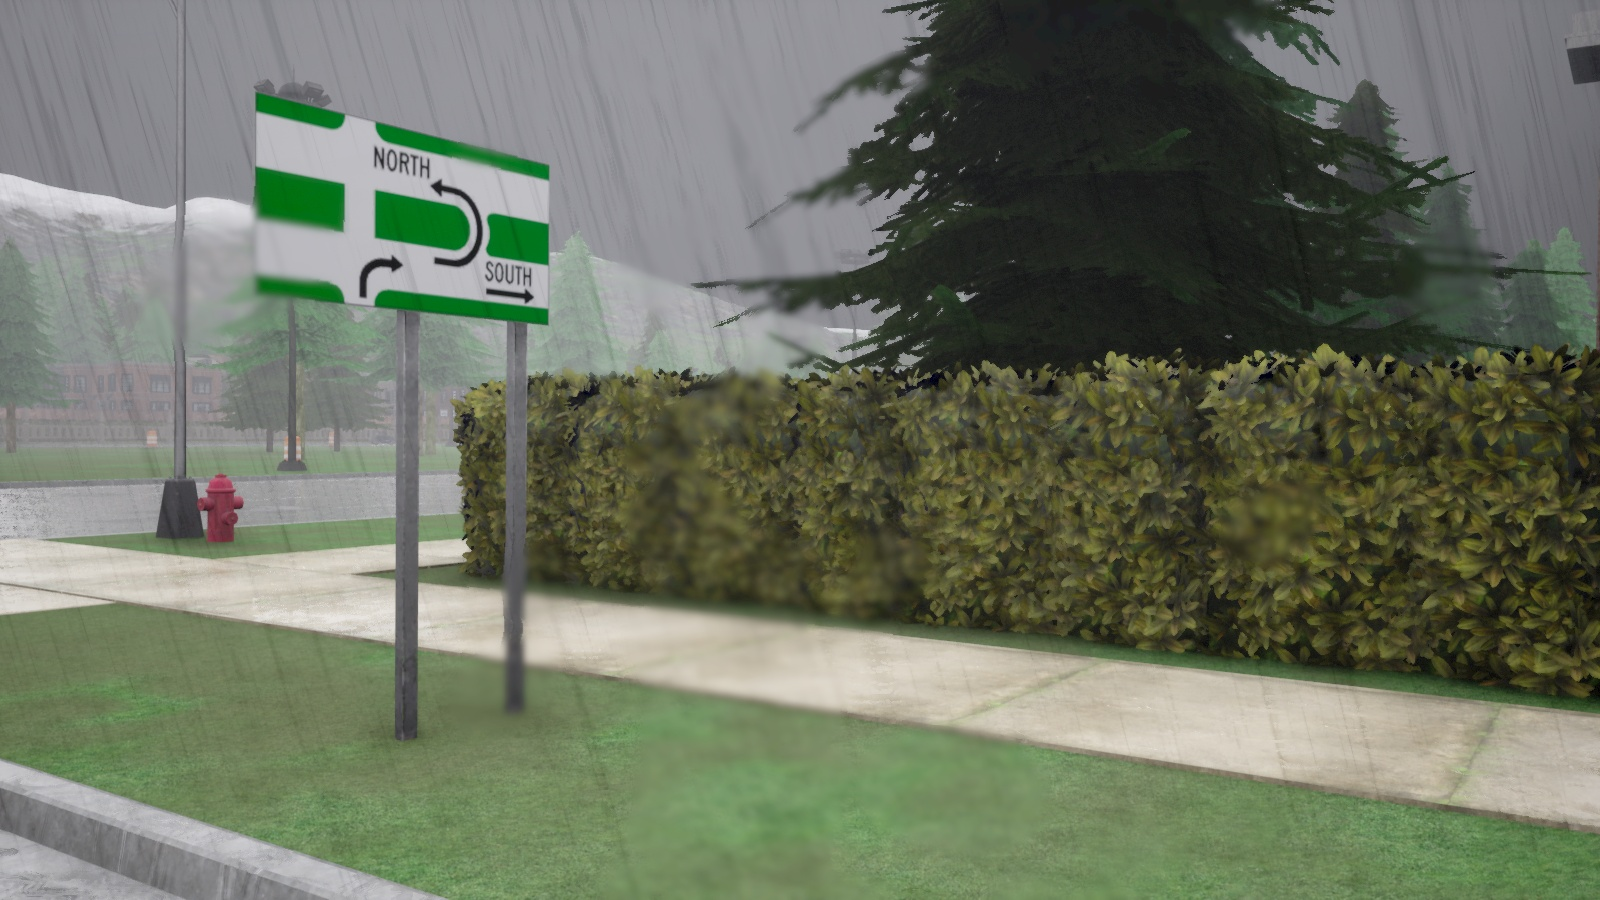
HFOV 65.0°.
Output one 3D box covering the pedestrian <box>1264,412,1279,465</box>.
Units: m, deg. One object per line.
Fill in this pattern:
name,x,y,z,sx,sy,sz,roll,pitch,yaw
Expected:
pedestrian,16.484,-0.390,43.859,0.345,1.836,0.594,0,1,35
